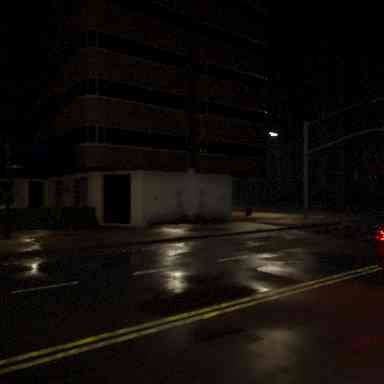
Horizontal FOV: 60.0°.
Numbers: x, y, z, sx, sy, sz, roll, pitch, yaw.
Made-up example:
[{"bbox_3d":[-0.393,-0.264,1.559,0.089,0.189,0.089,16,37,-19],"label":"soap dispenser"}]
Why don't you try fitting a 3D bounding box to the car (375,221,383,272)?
[{"bbox_3d":[7.143,1.242,8.898,5.566,2.045,2.150,0,0,-35],"label":"car"}]
